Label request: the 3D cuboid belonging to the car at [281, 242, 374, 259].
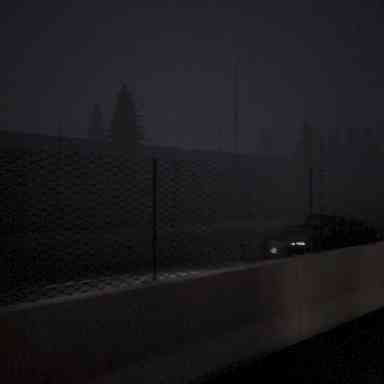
[{"bbox_3d":[4.454,1.514,11.456,4.902,1.511,2.128,0,0,-35],"label":"car"}]
